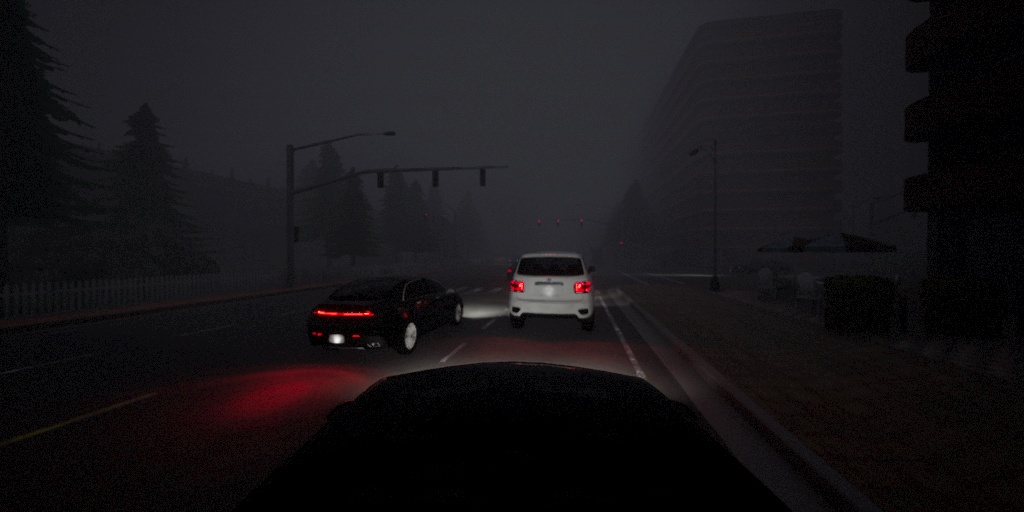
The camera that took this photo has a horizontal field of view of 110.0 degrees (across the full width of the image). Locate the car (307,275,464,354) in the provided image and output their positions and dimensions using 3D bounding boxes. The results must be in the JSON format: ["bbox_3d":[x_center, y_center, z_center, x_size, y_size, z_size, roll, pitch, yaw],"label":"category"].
[{"bbox_3d":[-2.641,1.197,8.693,1.837,1.490,4.892,0,0,11],"label":"car"}]

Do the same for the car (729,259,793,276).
[{"bbox_3d":[22.548,1.039,32.549,4.902,1.511,2.128,0,0,10],"label":"car"}]

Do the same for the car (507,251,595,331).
[{"bbox_3d":[1.348,0.890,11.015,2.150,2.045,5.566,0,0,10],"label":"car"}]

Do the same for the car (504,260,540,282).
[{"bbox_3d":[0.887,1.102,28.163,2.033,1.411,5.357,0,1,10],"label":"car"}]
